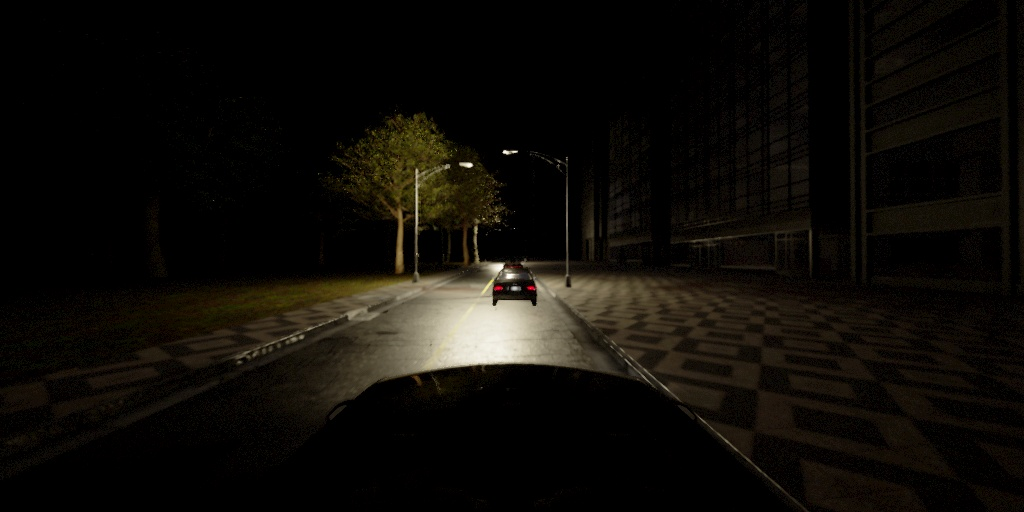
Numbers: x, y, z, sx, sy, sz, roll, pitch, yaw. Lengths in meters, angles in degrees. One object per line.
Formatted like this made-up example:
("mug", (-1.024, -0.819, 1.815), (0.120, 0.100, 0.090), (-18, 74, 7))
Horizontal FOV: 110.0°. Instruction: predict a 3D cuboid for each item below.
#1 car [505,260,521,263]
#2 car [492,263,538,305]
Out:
("car", (0.090, 1.084, 34.004), (1.837, 1.490, 4.892), (0, 0, 0))
("car", (0.096, 1.224, 15.623), (2.033, 1.411, 5.357), (0, 0, 0))
